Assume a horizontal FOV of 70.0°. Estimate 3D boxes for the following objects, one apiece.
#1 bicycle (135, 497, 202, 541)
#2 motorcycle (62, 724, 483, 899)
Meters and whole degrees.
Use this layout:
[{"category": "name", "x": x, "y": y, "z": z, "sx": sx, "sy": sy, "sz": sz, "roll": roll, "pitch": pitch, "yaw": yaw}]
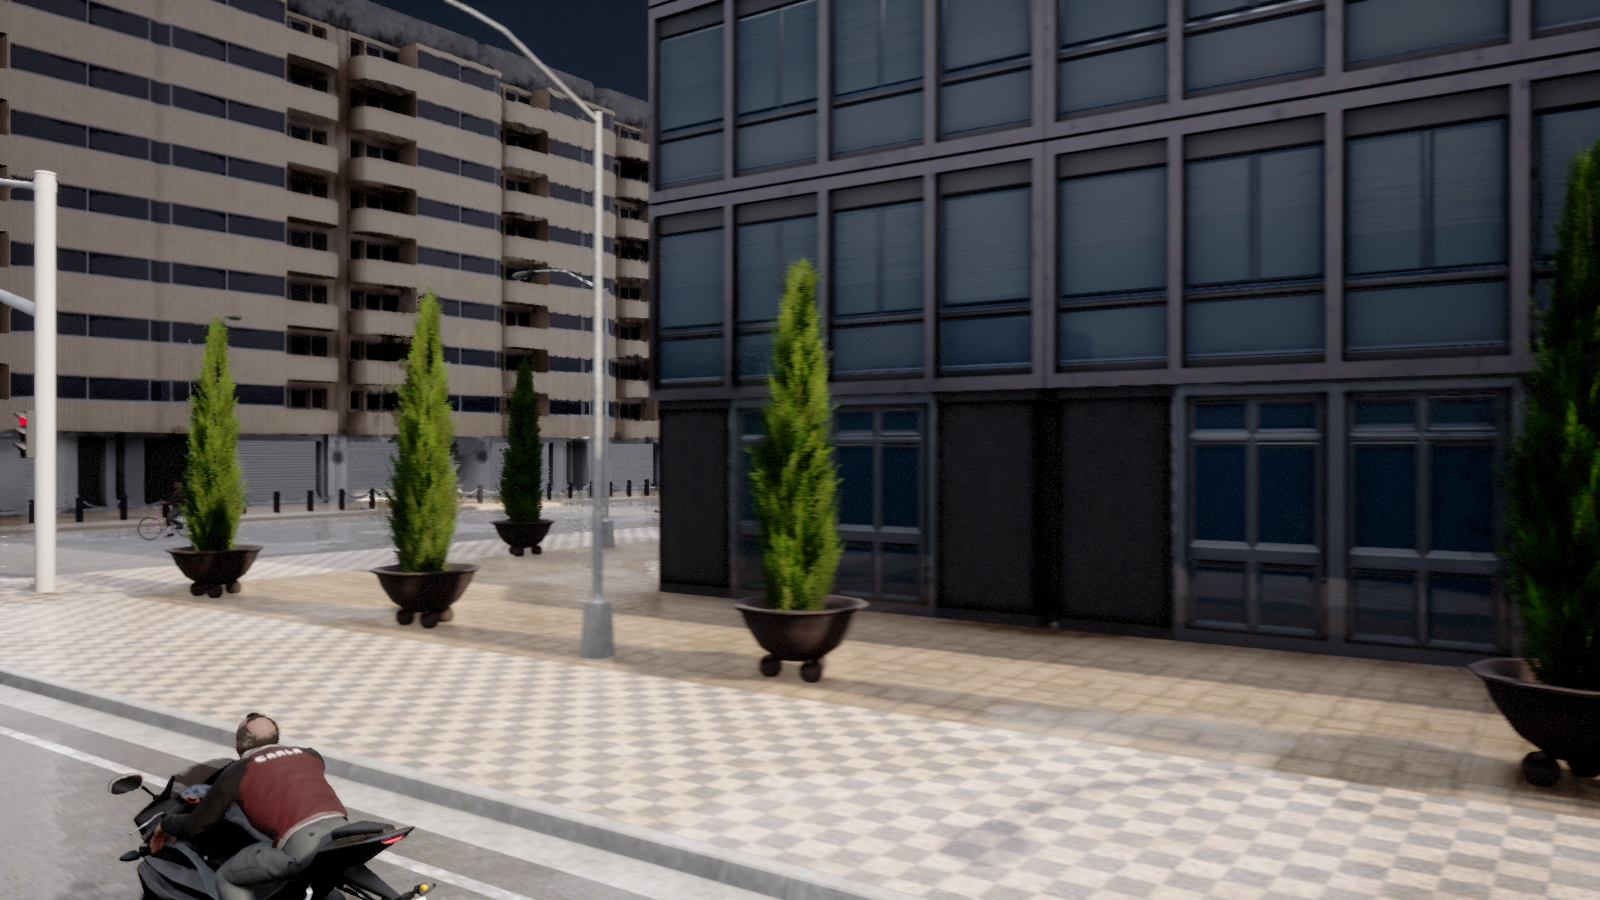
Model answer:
[{"category": "bicycle", "x": -19.356, "y": 2.101, "z": 35.051, "sx": 0.329, "sy": 1.271, "sz": 1.835, "roll": 0, "pitch": 0, "yaw": 35}, {"category": "motorcycle", "x": -2.632, "y": 2.204, "z": 5.591, "sx": 2.209, "sy": 1.251, "sz": 0.867, "roll": 0, "pitch": 0, "yaw": 35}]
